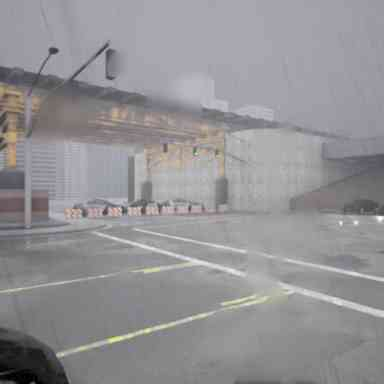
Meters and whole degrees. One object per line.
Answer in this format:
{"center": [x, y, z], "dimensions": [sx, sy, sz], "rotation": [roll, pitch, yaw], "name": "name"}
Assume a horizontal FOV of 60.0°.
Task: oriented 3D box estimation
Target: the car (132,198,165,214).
{"center": [-5.068, 1.454, 34.924], "dimensions": [2.038, 1.542, 4.974], "rotation": [0, 0, 18], "name": "car"}

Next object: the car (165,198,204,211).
{"center": [-1.220, 1.297, 38.687], "dimensions": [4.536, 1.218, 1.853], "rotation": [0, 0, -7], "name": "car"}

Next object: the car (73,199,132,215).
{"center": [-8.805, 1.454, 32.228], "dimensions": [4.974, 1.542, 2.038], "rotation": [0, 0, 8], "name": "car"}

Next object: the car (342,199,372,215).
{"center": [17.622, 1.481, 34.729], "dimensions": [5.008, 1.535, 1.882], "rotation": [0, 0, -37], "name": "car"}

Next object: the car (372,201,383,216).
{"center": [19.983, 1.551, 32.129], "dimensions": [5.357, 1.411, 2.033], "rotation": [0, 0, -37], "name": "car"}

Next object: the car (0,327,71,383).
{"center": [-3.111, 1.491, 1.551], "dimensions": [4.902, 1.511, 2.128], "rotation": [0, 0, -35], "name": "car"}

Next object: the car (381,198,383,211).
{"center": [25.291, 1.496, 40.526], "dimensions": [4.902, 1.511, 2.128], "rotation": [0, 0, -37], "name": "car"}

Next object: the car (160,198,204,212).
{"center": [-1.168, 1.455, 38.694], "dimensions": [4.974, 1.542, 2.038], "rotation": [0, 0, -7], "name": "car"}

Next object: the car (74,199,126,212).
{"center": [-8.857, 1.296, 32.235], "dimensions": [4.536, 1.218, 1.853], "rotation": [0, 0, 8], "name": "car"}

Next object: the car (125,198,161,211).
{"center": [-5.052, 1.296, 34.973], "dimensions": [1.853, 1.218, 4.536], "rotation": [0, 0, 18], "name": "car"}
